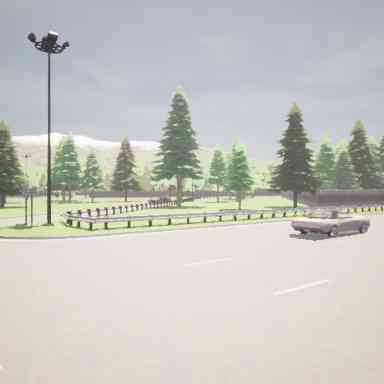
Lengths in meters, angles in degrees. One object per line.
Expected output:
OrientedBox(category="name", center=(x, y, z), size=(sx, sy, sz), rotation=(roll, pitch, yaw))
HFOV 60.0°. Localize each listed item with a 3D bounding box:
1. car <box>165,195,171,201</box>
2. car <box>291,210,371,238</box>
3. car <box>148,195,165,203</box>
OrientedBox(category="car", center=(-5.655, 1.351, 69.765), size=(2.097, 1.767, 4.553), rotation=(0, 0, 5))
OrientedBox(category="car", center=(7.465, 1.601, 17.645), size=(4.718, 1.301, 1.895), rotation=(0, 0, -35))
OrientedBox(category="car", center=(-6.601, 1.601, 59.945), size=(1.895, 1.301, 4.718), rotation=(0, 0, 5))
